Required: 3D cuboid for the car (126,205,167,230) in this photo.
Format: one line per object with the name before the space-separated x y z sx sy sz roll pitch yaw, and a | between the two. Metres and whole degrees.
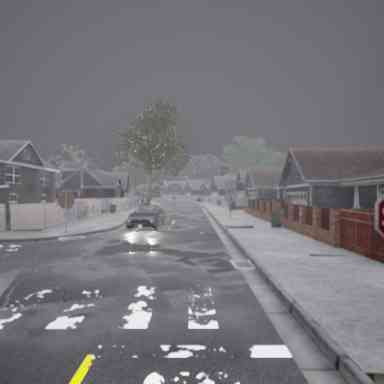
car | -2.811 1.571 21.713 2.033 1.411 5.357 0 0 4
